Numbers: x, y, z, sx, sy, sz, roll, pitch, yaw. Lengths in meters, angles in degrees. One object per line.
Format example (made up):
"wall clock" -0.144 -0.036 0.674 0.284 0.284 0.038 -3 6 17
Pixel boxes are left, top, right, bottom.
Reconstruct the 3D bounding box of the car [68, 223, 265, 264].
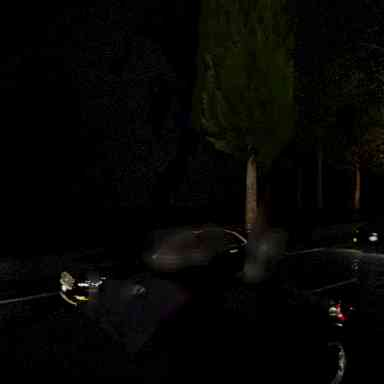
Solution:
"car" -0.331 1.507 7.436 4.892 1.490 1.837 1 0 -35

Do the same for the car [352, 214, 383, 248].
"car" 8.457 1.573 13.662 4.181 1.385 1.994 0 0 -35

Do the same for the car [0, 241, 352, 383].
"car" -0.151 1.564 3.577 4.181 1.385 1.994 0 0 -36
